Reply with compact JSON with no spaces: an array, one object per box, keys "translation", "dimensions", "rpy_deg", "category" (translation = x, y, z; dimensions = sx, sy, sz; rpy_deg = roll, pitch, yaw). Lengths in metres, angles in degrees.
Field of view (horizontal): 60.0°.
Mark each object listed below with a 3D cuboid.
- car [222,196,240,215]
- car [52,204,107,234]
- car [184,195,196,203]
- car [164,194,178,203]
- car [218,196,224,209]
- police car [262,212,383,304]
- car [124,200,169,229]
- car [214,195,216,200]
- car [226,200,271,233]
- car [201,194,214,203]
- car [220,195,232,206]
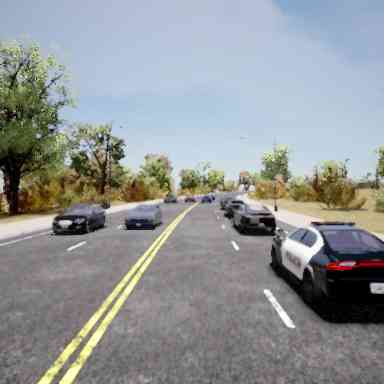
[{"translation":[3.942,1.422,30.050],"dimensions":[1.837,1.490,4.892],"rpy_deg":[0,0,3],"category":"car"},{"translation":[-6.290,1.445,19.071],"dimensions":[2.128,1.511,4.902],"rpy_deg":[0,0,2],"category":"car"},{"translation":[-0.321,1.332,63.410],"dimensions":[1.994,1.385,4.181],"rpy_deg":[0,0,6],"category":"car"},{"translation":[-3.848,1.141,60.529],"dimensions":[2.097,1.767,4.553],"rpy_deg":[0,0,5],"category":"car"},{"translation":[4.511,1.379,40.960],"dimensions":[1.837,1.490,4.892],"rpy_deg":[0,0,3],"category":"car"},{"translation":[3.308,1.488,8.207],"dimensions":[2.038,1.542,4.974],"rpy_deg":[0,0,1],"category":"police car"},{"translation":[-2.969,1.494,21.629],"dimensions":[2.033,1.411,5.357],"rpy_deg":[0,0,2],"category":"car"},{"translation":[4.435,1.198,78.053],"dimensions":[1.994,1.385,4.181],"rpy_deg":[0,0,7],"category":"car"},{"translation":[3.486,1.445,19.324],"dimensions":[2.128,1.511,4.902],"rpy_deg":[0,0,-1],"category":"car"},{"translation":[2.685,1.304,61.042],"dimensions":[1.812,1.442,4.674],"rpy_deg":[0,0,5],"category":"car"},{"translation":[5.250,1.327,51.862],"dimensions":[1.837,1.490,4.892],"rpy_deg":[0,0,4],"category":"car"}]
